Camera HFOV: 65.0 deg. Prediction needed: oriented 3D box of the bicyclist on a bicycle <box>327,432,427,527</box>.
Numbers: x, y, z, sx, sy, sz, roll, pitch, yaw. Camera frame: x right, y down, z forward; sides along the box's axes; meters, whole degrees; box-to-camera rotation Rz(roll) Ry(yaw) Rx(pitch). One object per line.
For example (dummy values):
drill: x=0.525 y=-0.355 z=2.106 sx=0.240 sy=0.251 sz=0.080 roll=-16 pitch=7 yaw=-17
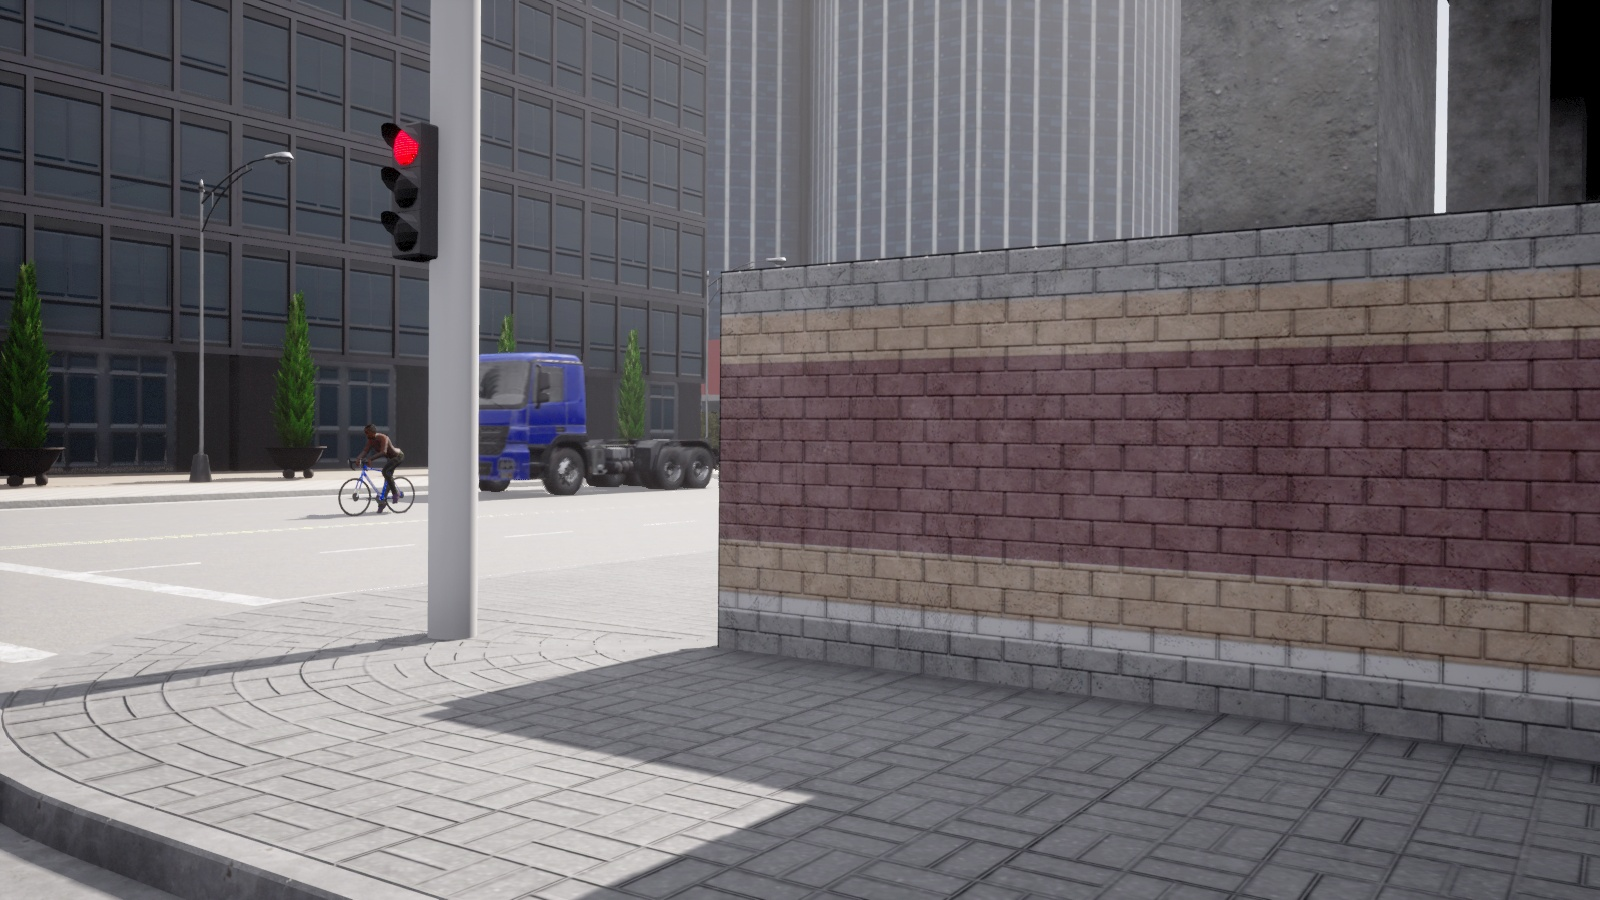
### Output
bicyclist on a bicycle: x=-7.542 y=0.501 z=22.464 sx=0.582 sy=1.620 sz=1.656 roll=0 pitch=1 yaw=34

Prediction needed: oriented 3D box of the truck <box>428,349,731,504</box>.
truck: x=-5.331 y=-0.585 z=32.060 sx=2.891 sy=3.462 sz=7.936 roll=0 pitch=1 yaw=34
